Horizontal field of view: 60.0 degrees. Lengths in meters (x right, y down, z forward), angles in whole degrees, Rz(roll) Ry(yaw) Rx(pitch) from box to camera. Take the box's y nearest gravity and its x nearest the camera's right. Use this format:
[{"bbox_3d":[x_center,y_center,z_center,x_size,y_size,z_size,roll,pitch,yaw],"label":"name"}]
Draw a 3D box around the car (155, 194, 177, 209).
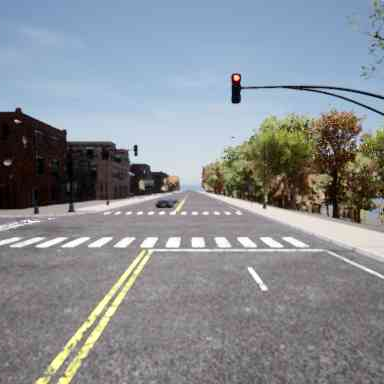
[{"bbox_3d":[-3.227,1.277,39.623,1.994,1.385,4.181,0,1,0],"label":"car"}]
